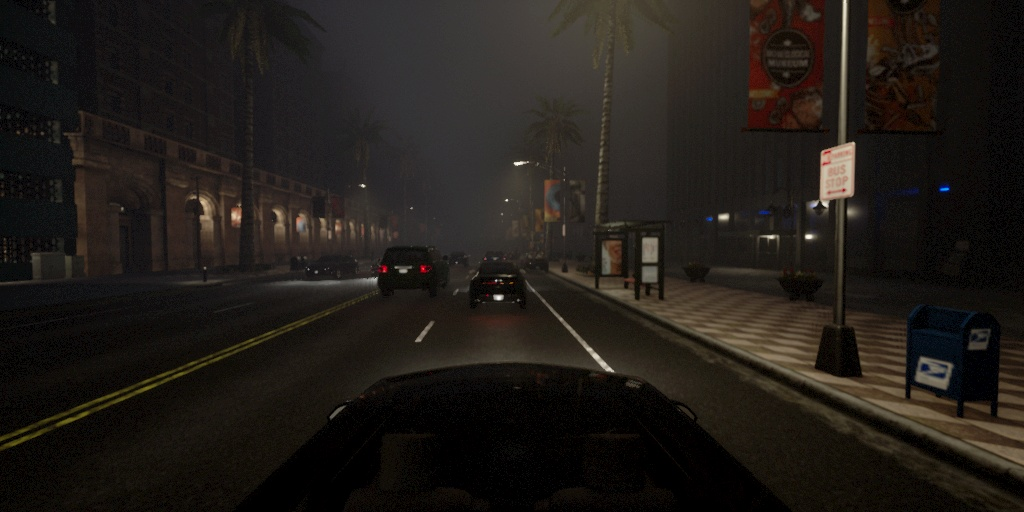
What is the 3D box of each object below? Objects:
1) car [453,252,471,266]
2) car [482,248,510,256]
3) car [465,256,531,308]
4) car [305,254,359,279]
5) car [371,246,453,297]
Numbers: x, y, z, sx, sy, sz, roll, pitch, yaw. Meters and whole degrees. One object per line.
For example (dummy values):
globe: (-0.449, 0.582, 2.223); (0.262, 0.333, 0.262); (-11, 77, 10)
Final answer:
car: (-5.245, 0.291, 35.524); (1.837, 1.490, 4.892); (0, 2, -3)
car: (-1.507, 0.251, 31.385); (2.097, 1.767, 4.553); (0, 2, -3)
car: (-0.522, 0.925, 13.211); (1.837, 1.490, 4.892); (0, 2, -3)
car: (-11.697, 0.647, 23.619); (1.837, 1.490, 4.892); (0, 1, -3)
car: (-4.142, 0.572, 15.832); (2.150, 2.045, 5.566); (0, 2, -3)
